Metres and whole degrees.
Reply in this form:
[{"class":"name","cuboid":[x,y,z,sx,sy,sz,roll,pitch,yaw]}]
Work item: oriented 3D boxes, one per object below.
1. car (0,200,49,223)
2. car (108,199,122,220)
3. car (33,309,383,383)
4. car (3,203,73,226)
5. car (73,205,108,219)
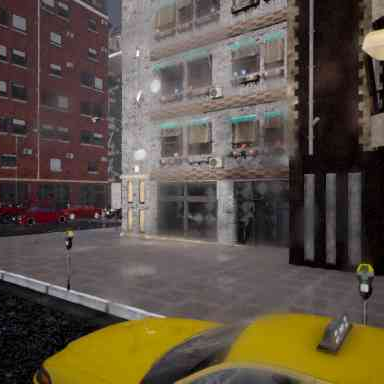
[{"class":"car","cuboid":[-14.151,1.591,27.650,2.192,1.841,5.009,-1,-2,35]},{"class":"car","cuboid":[-6.448,1.682,33.995,2.150,2.045,5.566,0,-1,35]},{"class":"car","cuboid":[0.736,1.525,2.350,4.829,1.417,1.752,0,0,36]},{"class":"car","cuboid":[-12.004,1.851,26.174,1.994,1.385,4.181,0,-1,35]},{"class":"car","cuboid":[-10.854,1.924,32.288,1.887,1.381,4.507,-1,-2,35]}]
